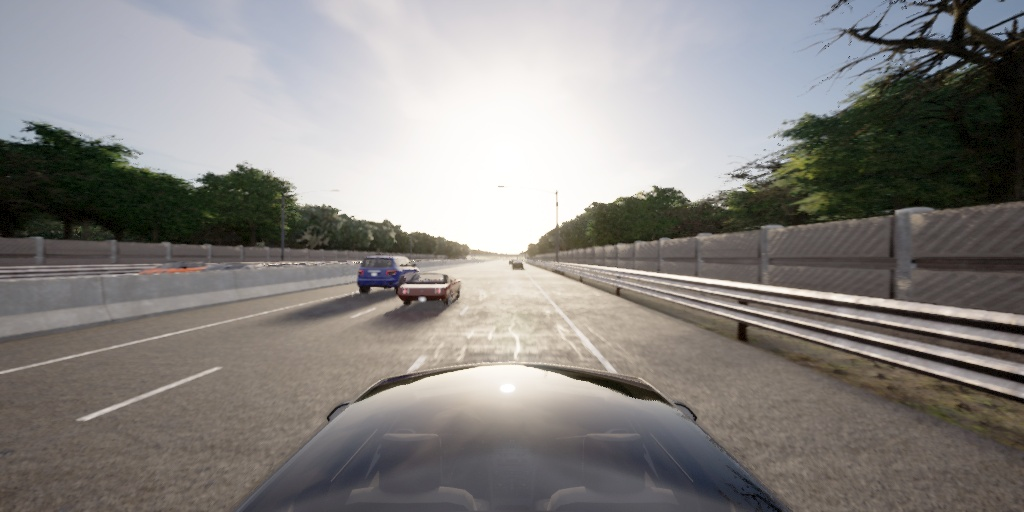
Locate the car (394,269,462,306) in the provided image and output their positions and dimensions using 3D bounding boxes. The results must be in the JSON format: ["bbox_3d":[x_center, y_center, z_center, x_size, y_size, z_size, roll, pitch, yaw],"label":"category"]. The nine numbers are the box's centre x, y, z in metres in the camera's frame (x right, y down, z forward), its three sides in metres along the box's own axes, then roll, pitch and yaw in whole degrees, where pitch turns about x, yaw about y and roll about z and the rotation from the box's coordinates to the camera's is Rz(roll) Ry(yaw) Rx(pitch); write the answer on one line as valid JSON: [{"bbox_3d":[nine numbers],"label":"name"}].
[{"bbox_3d":[-3.403,1.374,15.850,1.895,1.301,4.718,0,0,0],"label":"car"}]

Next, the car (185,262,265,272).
[{"bbox_3d":[-17.591,1.281,23.092,2.128,1.511,4.902,0,0,0],"label":"car"}]

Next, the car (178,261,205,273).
[{"bbox_3d":[-21.087,1.301,26.272,1.837,1.490,4.892,0,0,0],"label":"car"}]

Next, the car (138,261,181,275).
[{"bbox_3d":[-24.584,1.149,26.391,2.097,1.767,4.553,0,0,0],"label":"car"}]

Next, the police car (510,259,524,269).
[{"bbox_3d":[1.037,1.404,61.710,1.930,1.638,5.238,0,0,0],"label":"police car"}]

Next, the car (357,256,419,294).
[{"bbox_3d":[-6.904,1.005,20.643,2.150,2.045,5.566,0,0,0],"label":"car"}]
